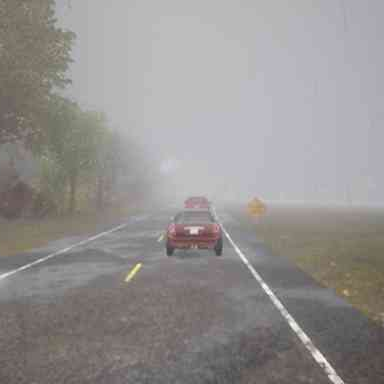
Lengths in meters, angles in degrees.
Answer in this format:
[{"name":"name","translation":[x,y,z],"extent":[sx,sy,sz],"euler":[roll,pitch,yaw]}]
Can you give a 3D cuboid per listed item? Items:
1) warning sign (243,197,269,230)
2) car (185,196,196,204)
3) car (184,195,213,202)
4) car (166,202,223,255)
[{"name":"warning sign","translation":[3.762,1.249,19.567],"extent":[1.300,1.860,1.060],"euler":[-1,-1,1]},{"name":"car","translation":[-0.317,1.709,71.899],"extent":[2.033,1.411,5.357],"euler":[0,0,5]},{"name":"car","translation":[0.500,1.378,28.938],"extent":[2.150,2.045,5.566],"euler":[0,0,2]},{"name":"car","translation":[0.112,1.457,14.051],"extent":[2.097,1.767,4.553],"euler":[0,-1,1]}]
